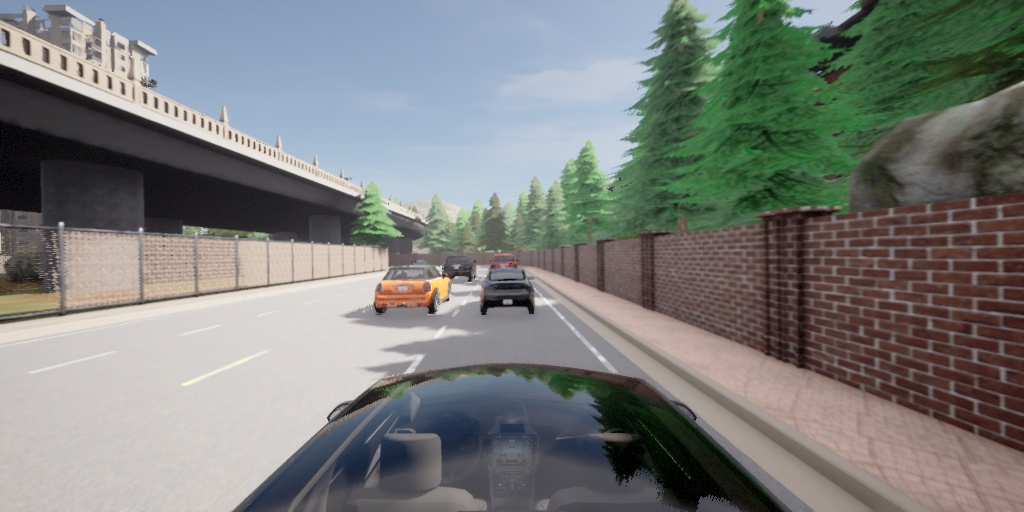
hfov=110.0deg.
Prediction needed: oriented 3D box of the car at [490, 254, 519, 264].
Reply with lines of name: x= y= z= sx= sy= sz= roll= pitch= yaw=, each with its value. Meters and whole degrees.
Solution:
car: x=-0.612 y=0.867 z=28.854 sx=2.150 sy=2.045 sz=5.566 roll=-1 pitch=1 yaw=-1

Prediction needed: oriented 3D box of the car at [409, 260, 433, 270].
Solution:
car: x=-13.287 y=1.279 z=52.101 sx=1.837 sy=1.490 sz=4.892 roll=1 pitch=-1 yaw=-33

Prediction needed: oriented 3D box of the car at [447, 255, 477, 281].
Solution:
car: x=-4.112 y=0.930 z=28.845 sx=2.150 sy=2.045 sz=5.566 roll=-1 pitch=1 yaw=-1

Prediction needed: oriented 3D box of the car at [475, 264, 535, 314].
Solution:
car: x=-0.187 y=1.205 z=13.634 sx=1.837 sy=1.490 sz=4.892 roll=-1 pitch=0 yaw=-1

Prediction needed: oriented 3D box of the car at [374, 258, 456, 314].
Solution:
car: x=-3.701 y=1.115 z=14.125 sx=2.097 sy=1.767 sz=4.553 roll=-1 pitch=0 yaw=-1
